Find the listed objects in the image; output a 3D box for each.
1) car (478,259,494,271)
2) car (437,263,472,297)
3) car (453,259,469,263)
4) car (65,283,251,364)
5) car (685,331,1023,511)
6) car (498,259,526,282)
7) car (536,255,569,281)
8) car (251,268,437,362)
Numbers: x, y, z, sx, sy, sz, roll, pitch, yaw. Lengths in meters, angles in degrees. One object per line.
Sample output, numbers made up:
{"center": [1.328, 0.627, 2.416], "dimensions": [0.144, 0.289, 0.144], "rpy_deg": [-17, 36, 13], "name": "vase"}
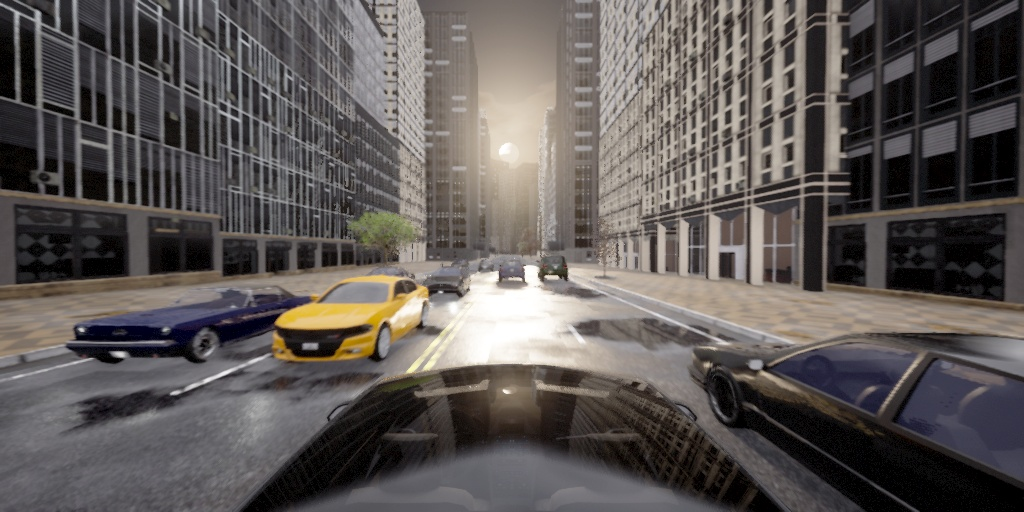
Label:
{"center": [-3.248, 1.180, 45.678], "dimensions": [2.128, 1.511, 4.902], "rpy_deg": [0, 0, 0], "name": "car"}
{"center": [-3.249, 1.264, 19.007], "dimensions": [2.033, 1.411, 5.357], "rpy_deg": [0, 0, 0], "name": "car"}
{"center": [-6.498, 1.180, 45.678], "dimensions": [2.128, 1.511, 4.902], "rpy_deg": [0, 0, 0], "name": "car"}
{"center": [-6.569, 1.337, 8.217], "dimensions": [1.895, 1.301, 4.718], "rpy_deg": [0, 0, 0], "name": "car"}
{"center": [3.355, 1.296, 2.557], "dimensions": [2.033, 1.411, 5.357], "rpy_deg": [0, 0, 0], "name": "car"}
{"center": [0.005, 1.049, 28.546], "dimensions": [2.097, 1.767, 4.553], "rpy_deg": [0, 0, 0], "name": "car"}
{"center": [3.255, 0.920, 29.417], "dimensions": [2.150, 2.045, 5.566], "rpy_deg": [0, 0, 0], "name": "car"}
{"center": [-3.317, 1.214, 8.418], "dimensions": [1.882, 1.535, 5.008], "rpy_deg": [0, 0, 0], "name": "car"}
